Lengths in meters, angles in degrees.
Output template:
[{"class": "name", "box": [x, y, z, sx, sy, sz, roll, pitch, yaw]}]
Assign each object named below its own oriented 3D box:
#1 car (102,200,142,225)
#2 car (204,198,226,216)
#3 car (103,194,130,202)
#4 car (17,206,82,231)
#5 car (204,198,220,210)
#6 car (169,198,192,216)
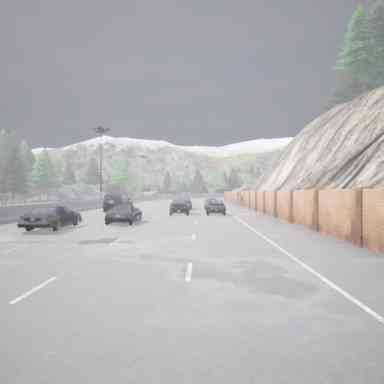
[{"class": "car", "box": [-4.889, 1.561, 24.167, 1.994, 1.385, 4.181, 0, 0, 1]}, {"class": "car", "box": [2.312, 1.487, 32.819, 2.128, 1.511, 4.902, 0, 0, 1]}, {"class": "car", "box": [-8.106, 1.216, 36.372, 2.150, 2.045, 5.566, 0, 0, 1]}, {"class": "car", "box": [-8.476, 1.544, 20.343, 2.033, 1.411, 5.357, 0, 0, 1]}, {"class": "car", "box": [2.550, 1.520, 43.266, 1.812, 1.442, 4.674, 0, 0, 1]}, {"class": "car", "box": [-1.184, 1.500, 33.046, 1.837, 1.490, 4.892, 0, 0, 1]}]
